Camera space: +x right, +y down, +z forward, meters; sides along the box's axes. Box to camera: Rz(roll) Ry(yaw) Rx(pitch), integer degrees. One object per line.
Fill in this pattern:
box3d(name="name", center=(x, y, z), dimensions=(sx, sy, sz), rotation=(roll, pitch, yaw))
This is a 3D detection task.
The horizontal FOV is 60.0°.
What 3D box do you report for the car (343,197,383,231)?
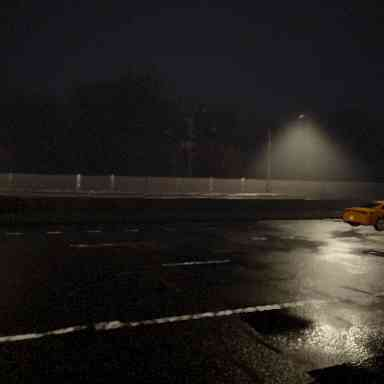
box3d(name="car", center=(10.872, 1.258, 18.562), dimensions=(5.008, 1.535, 1.882), rotation=(1, 1, -19))
